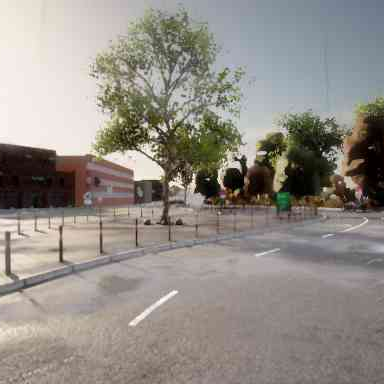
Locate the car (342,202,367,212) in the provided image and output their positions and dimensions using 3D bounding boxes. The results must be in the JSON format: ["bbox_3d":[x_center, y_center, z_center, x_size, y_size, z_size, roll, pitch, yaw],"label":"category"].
[{"bbox_3d":[25.096,2.236,51.628,2.128,1.511,4.902,0,-1,-2],"label":"car"}]
